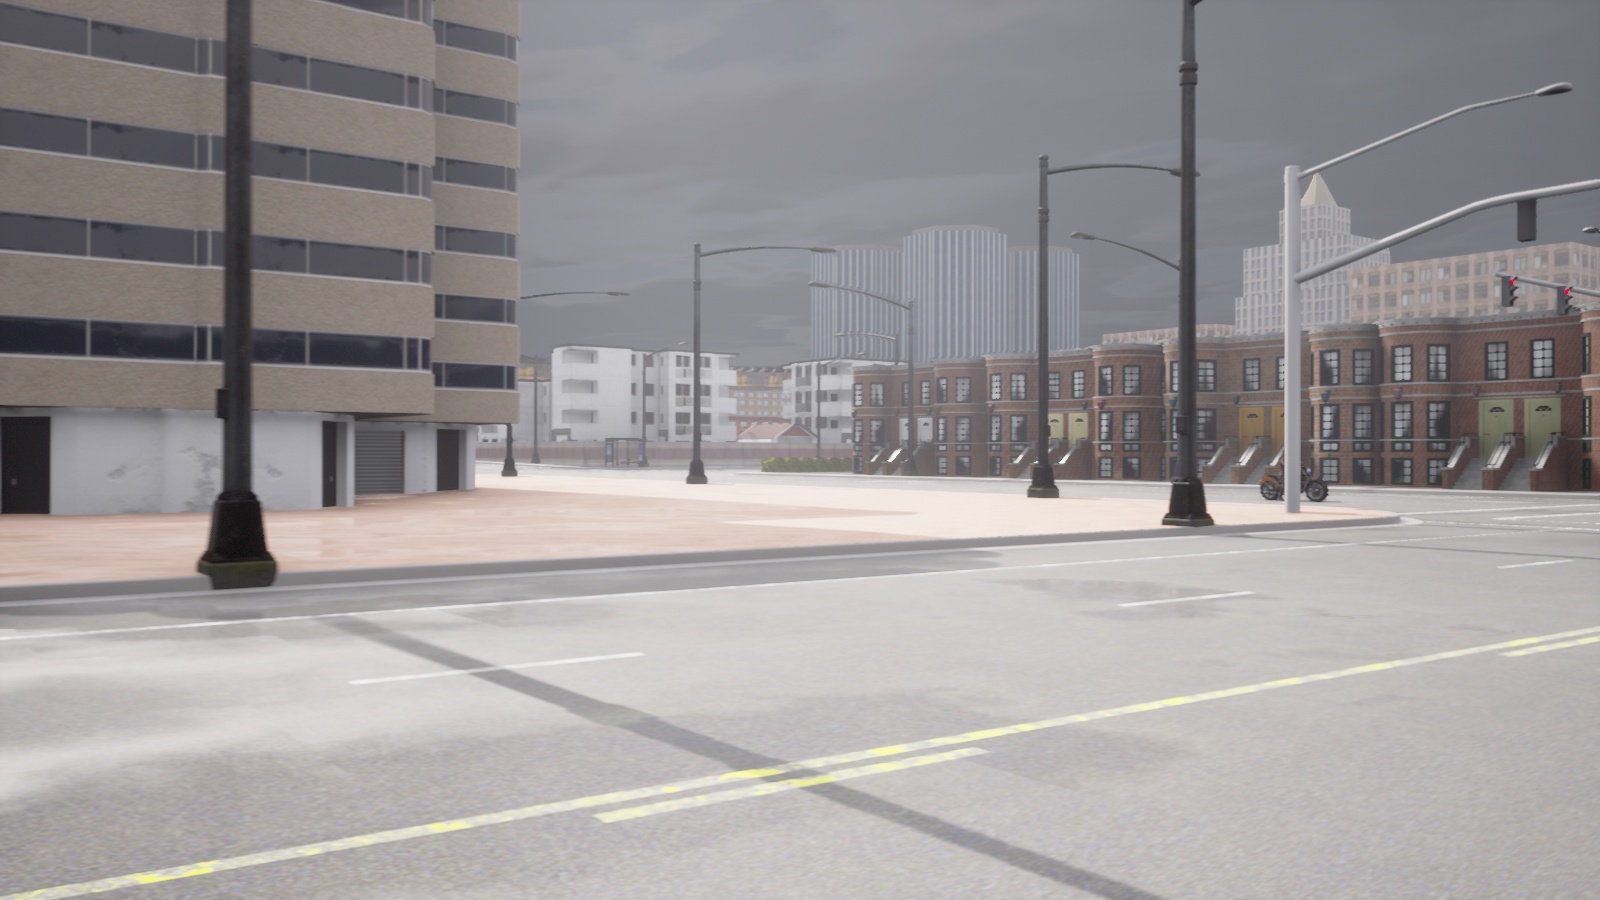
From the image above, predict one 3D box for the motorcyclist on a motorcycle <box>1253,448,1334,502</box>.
[{"bbox_3d":[15.554,0.760,39.673,0.766,1.649,2.350,0,0,-35],"label":"motorcyclist on a motorcycle"}]
